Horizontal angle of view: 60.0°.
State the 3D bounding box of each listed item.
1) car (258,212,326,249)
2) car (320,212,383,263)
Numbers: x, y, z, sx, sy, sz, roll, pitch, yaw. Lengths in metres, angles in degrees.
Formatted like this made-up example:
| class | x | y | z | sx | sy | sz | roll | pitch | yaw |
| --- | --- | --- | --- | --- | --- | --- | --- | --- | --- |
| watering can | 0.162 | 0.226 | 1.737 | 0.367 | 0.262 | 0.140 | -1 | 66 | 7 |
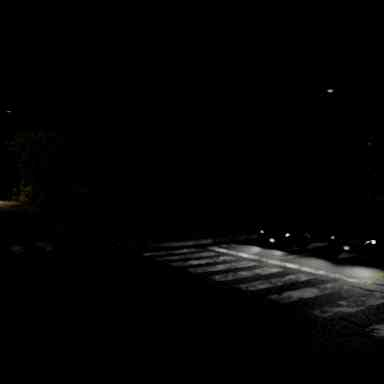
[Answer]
| class | x | y | z | sx | sy | sz | roll | pitch | yaw |
| --- | --- | --- | --- | --- | --- | --- | --- | --- | --- |
| car | 5.524 | 1.629 | 15.305 | 5.357 | 1.411 | 2.033 | 0 | 0 | -34 |
| car | 7.108 | 1.601 | 12.461 | 4.674 | 1.442 | 1.812 | 0 | 0 | -34 |
